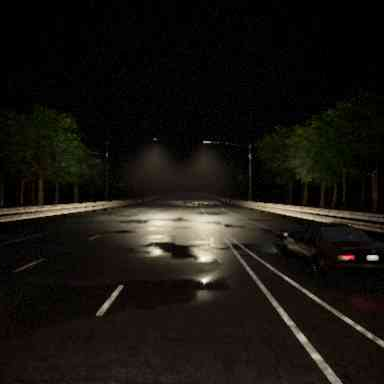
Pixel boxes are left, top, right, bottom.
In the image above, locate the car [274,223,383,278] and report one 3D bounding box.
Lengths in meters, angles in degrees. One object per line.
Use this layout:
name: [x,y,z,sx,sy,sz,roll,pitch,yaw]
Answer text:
car: [4.277,1.693,10.684,2.033,1.411,5.357,0,-1,-4]
